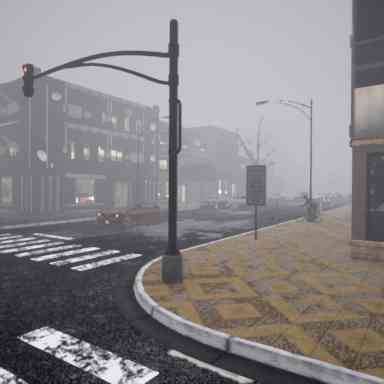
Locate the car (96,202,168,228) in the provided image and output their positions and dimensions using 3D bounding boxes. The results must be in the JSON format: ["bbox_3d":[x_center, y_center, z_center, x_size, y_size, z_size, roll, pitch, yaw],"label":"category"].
[{"bbox_3d":[-3.423,1.316,20.131,1.895,1.301,4.718,1,1,35],"label":"car"}]

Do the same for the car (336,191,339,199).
[{"bbox_3d":[18.587,0.787,46.281,1.895,1.301,4.718,1,1,35],"label":"car"}]

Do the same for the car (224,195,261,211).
[{"bbox_3d":[5.306,0.990,32.718,1.812,1.442,4.674,1,1,35],"label":"car"}]

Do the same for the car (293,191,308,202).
[{"bbox_3d":[16.312,0.640,48.442,1.882,1.535,5.008,1,1,35],"label":"car"}]

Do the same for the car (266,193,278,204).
[{"bbox_3d":[8.917,0.820,42.589,1.887,1.381,4.507,2,2,35],"label":"car"}]

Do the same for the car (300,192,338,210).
[{"bbox_3d":[12.701,0.993,33.035,2.008,1.369,4.403,2,2,35],"label":"car"}]

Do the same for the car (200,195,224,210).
[{"bbox_3d":[2.440,1.010,33.345,2.008,1.369,4.403,2,2,35],"label":"car"}]

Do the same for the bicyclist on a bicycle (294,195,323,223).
[{"bbox_3d":[6.821,1.003,19.567,1.656,1.620,0.582,0,1,35],"label":"bicyclist on a bicycle"}]

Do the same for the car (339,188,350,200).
[{"bbox_3d":[24.271,0.571,54.515,2.033,1.411,5.357,1,1,36],"label":"car"}]

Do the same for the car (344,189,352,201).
[{"bbox_3d":[25.469,0.618,51.649,1.887,1.381,4.507,2,2,35],"label":"car"}]

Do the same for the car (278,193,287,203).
[{"bbox_3d":[12.158,0.766,47.209,1.802,1.307,4.206,2,2,35],"label":"car"}]
